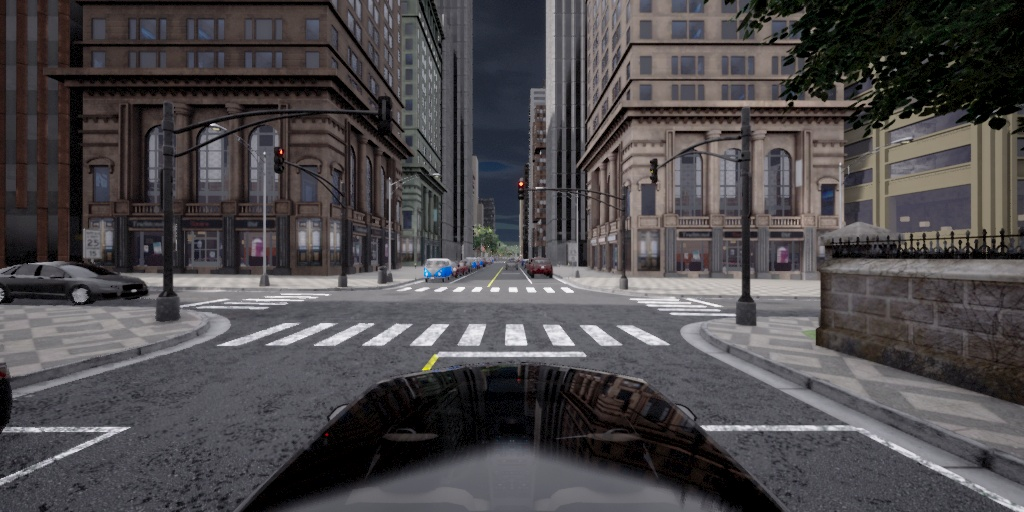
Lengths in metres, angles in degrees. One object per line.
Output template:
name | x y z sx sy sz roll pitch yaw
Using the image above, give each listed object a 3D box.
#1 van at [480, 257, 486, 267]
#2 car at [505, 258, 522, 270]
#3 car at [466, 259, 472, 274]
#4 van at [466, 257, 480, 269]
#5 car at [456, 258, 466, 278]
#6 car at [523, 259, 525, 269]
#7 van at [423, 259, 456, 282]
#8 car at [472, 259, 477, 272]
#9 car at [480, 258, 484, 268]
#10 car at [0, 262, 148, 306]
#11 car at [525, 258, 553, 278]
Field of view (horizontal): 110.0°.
van | -5.903 1.146 60.995 1.690 1.789 3.998 0 0 0
car | -0.029 1.286 55.411 2.128 1.511 4.902 0 0 0
car | -5.851 1.319 39.229 1.888 1.381 4.507 0 0 0
van | -5.877 1.130 50.112 1.690 1.789 3.998 0 0 0
car | -5.838 1.207 33.789 1.967 1.591 4.097 0 0 0
car | 2.674 1.089 39.258 2.192 1.841 5.009 0 0 0
van | -5.825 1.103 28.348 1.690 1.789 3.998 0 0 0
car | -5.864 1.347 44.670 1.948 1.339 4.313 0 0 0
car | -5.890 1.342 55.553 1.888 1.381 4.507 0 0 0
car | -16.810 1.017 13.610 4.892 1.490 1.837 1 0 -1
car | 2.687 1.082 33.818 2.192 1.841 5.009 0 0 0
